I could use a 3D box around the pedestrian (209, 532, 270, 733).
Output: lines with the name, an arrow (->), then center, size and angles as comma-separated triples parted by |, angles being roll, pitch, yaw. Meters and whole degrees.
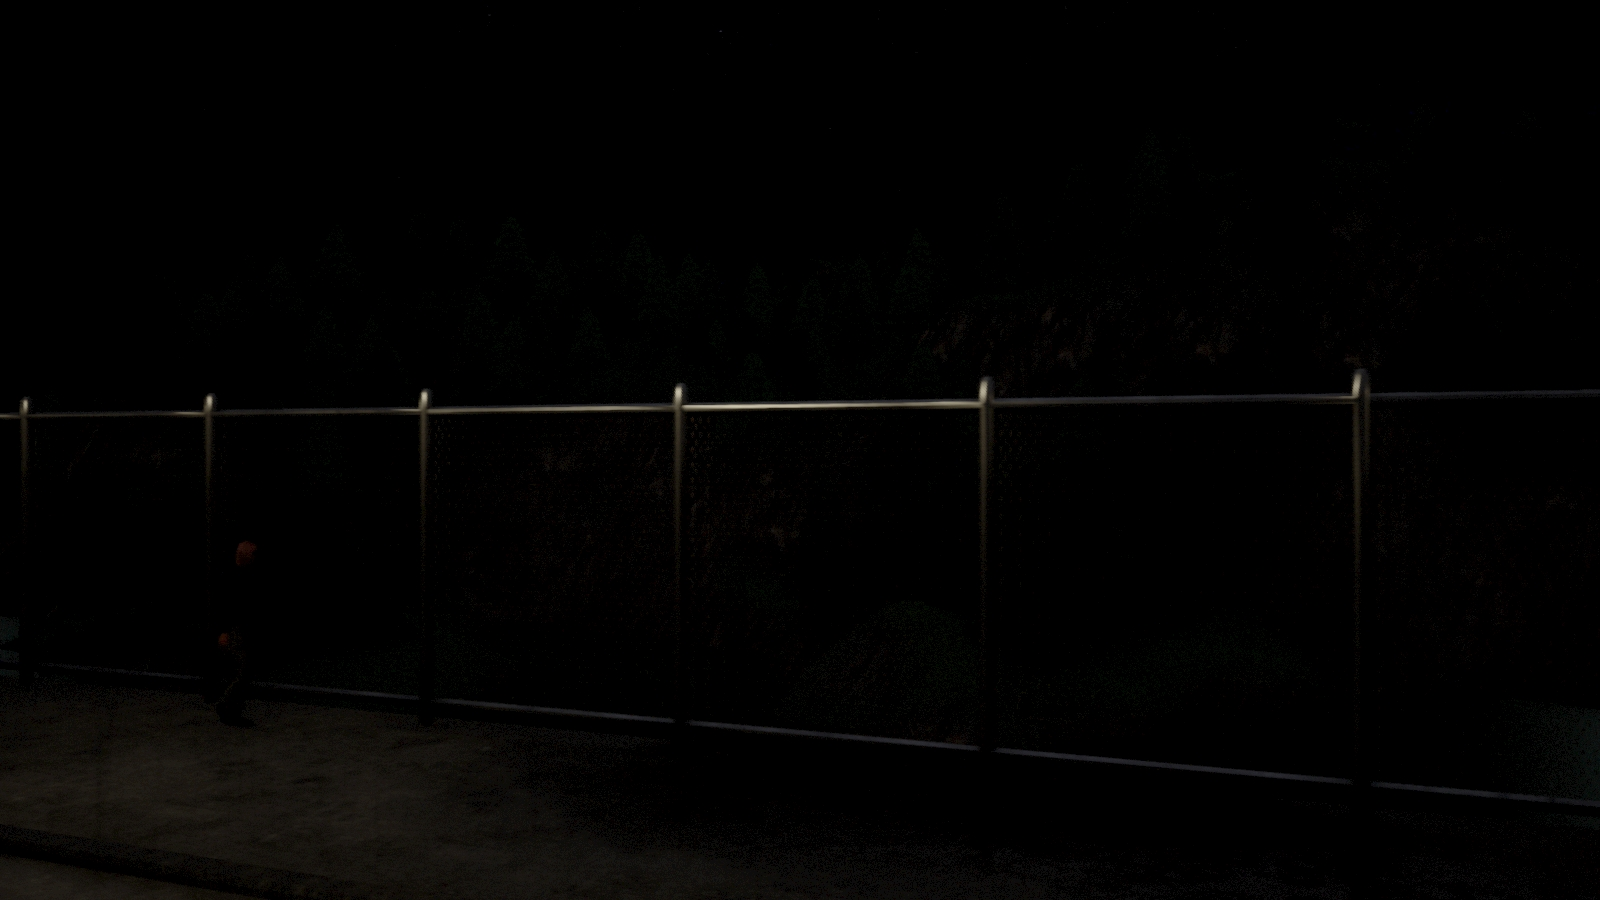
pedestrian -> -5.391, 1.738, 10.998 | 0.375, 1.860, 0.375 | 0, 0, 12
